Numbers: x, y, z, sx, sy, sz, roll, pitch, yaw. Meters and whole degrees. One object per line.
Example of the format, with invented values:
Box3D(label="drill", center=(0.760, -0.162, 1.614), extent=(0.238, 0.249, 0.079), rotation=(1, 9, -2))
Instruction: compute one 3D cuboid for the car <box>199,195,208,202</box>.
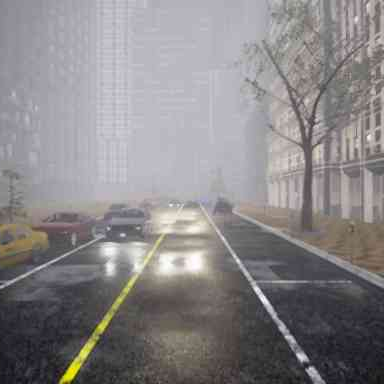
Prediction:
Box3D(label="car", center=(2.686, 1.411, 77.208), extent=(1.967, 1.590, 4.097), rotation=(1, 0, 0))

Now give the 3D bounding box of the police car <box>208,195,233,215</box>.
Box3D(label="police car", center=(2.994, 1.417, 33.802), extent=(1.930, 1.638, 5.238), rotation=(0, 0, 0))

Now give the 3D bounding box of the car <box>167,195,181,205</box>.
Box3D(label="car", center=(-3.059, 1.544, 59.313), extent=(1.994, 1.385, 4.181), rotation=(0, 0, 0))

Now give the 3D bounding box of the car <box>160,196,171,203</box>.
Box3D(label="car", center=(-5.695, 1.540, 71.573), extent=(1.947, 1.339, 4.313), rotation=(1, 0, 0))

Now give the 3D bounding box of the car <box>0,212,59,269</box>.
Box3D(label="car", center=(-5.684, 1.524, 9.333), extent=(1.752, 1.417, 4.829), rotation=(1, 0, 0))

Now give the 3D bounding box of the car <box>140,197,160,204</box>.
Box3D(label="car", center=(-5.689, 1.428, 43.359), extent=(1.967, 1.590, 4.097), rotation=(1, 0, 0))

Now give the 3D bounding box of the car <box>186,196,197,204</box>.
Box3D(label="car", center=(-0.009, 1.543, 62.352), extent=(1.994, 1.385, 4.181), rotation=(0, 0, 0))

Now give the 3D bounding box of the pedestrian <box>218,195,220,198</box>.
Box3D(label="pedestrian", center=(2.994, 1.284, 36.819), extent=(0.375, 1.860, 0.375), rotation=(1, -1, 0))

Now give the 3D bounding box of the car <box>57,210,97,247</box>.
Box3D(label="car", center=(-5.685, 1.542, 15.145), extent=(1.887, 1.381, 4.507), rotation=(1, 0, 0))

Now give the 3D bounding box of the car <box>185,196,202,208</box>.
Box3D(label="car", center=(0.003, 1.550, 47.935), extent=(1.994, 1.385, 4.181), rotation=(0, 0, 0))

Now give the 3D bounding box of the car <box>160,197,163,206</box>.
Box3D(label="car", center=(-5.691, 1.567, 49.002), extent=(1.802, 1.307, 4.206), rotation=(1, 0, 0))

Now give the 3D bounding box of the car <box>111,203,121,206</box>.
Box3D(label="car", center=(-5.687, 1.560, 26.431), extent=(1.947, 1.339, 4.313), rotation=(1, 0, 0))

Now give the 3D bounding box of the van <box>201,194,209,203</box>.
Box3D(label="van", center=(2.690, 1.318, 65.925), extent=(1.690, 1.788, 3.998), rotation=(1, 0, 0))

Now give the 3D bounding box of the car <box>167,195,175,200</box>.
Box3D(label="car", center=(-5.827, 1.510, 94.141), extent=(2.008, 1.369, 4.403), rotation=(1, 0, 0))

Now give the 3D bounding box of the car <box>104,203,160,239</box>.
Box3D(label="car", center=(-3.106, 1.544, 17.545), extent=(2.033, 1.411, 5.357), rotation=(0, 0, 0))

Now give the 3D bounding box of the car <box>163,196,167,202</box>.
Box3D(label="car", center=(-5.692, 1.549, 54.644), extent=(1.947, 1.339, 4.313), rotation=(1, 0, 0))
